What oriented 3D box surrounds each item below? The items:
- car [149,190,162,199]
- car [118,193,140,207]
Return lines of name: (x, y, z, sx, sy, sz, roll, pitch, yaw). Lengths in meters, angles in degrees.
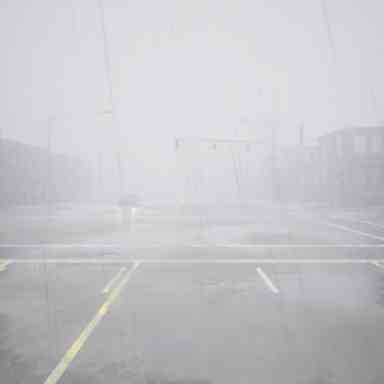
car: (-6.753, 0.351, 61.597, 1.882, 1.535, 5.008, 0, 1, 0)
car: (-6.852, 0.888, 36.558, 1.837, 1.490, 4.892, 0, 1, 0)
